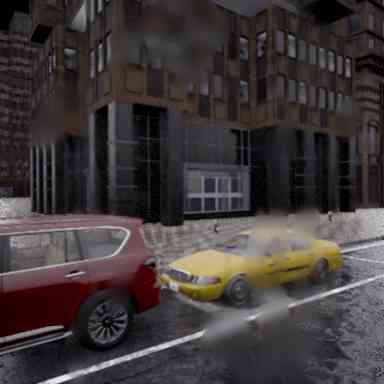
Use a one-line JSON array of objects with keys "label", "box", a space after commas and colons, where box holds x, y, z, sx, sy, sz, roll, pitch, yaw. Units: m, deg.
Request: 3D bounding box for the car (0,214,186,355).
[{"label": "car", "box": [-2.817, 1.313, 4.640, 5.009, 1.841, 2.192, -1, 0, -36]}]

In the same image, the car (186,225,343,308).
[{"label": "car", "box": [1.617, 1.483, 7.810, 4.829, 1.417, 1.752, -1, 0, -36]}]
